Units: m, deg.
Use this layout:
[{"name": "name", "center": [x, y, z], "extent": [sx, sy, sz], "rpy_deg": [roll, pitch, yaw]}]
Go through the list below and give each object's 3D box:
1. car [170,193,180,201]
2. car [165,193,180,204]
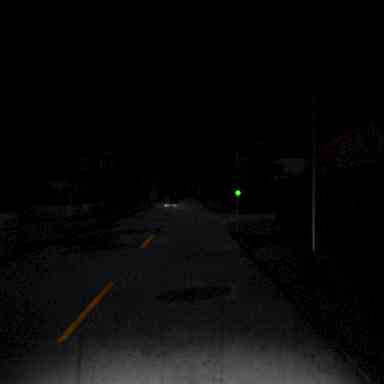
[{"name": "car", "center": [-4.008, 1.198, 80.744], "extent": [2.150, 2.045, 5.566], "rpy_deg": [0, 0, 0]}, {"name": "car", "center": [-4.004, 1.326, 65.278], "extent": [2.150, 2.045, 5.566], "rpy_deg": [1, 0, 0]}]
